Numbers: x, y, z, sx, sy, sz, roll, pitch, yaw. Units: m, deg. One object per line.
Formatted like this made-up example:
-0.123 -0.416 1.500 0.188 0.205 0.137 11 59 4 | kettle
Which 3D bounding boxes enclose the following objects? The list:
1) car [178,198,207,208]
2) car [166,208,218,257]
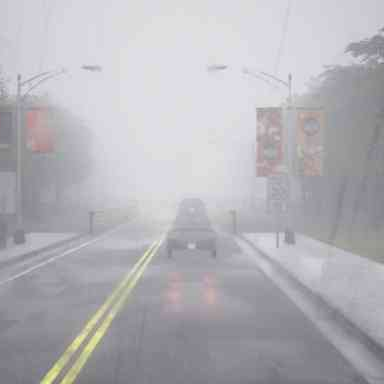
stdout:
0.023 1.489 27.590 2.150 2.045 5.566 0 0 1 | car
0.012 1.623 13.509 2.128 1.511 4.902 0 0 0 | car
